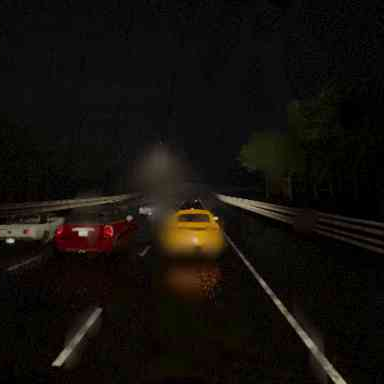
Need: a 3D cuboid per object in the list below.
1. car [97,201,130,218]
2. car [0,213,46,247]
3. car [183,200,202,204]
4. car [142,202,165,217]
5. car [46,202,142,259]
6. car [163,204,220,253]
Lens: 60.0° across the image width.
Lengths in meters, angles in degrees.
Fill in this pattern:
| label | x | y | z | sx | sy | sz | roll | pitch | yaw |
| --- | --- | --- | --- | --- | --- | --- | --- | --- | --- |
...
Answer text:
| label | x | y | z | sx | sy | sz | roll | pitch | yaw |
| --- | --- | --- | --- | --- | --- | --- | --- | --- | --- |
| car | -6.958 | 1.528 | 30.128 | 1.895 | 1.301 | 4.718 | 0 | 0 | 0 |
| car | -6.931 | 1.578 | 14.986 | 1.895 | 1.301 | 4.718 | 0 | 0 | 0 |
| car | 0.040 | 1.484 | 32.110 | 1.994 | 1.385 | 4.181 | 0 | 0 | 0 |
| car | -3.457 | 1.529 | 30.132 | 1.895 | 1.301 | 4.718 | 0 | 0 | 0 |
| car | -3.441 | 1.335 | 12.758 | 2.097 | 1.767 | 4.553 | 0 | 0 | 1 |
| car | 0.066 | 1.459 | 13.622 | 1.882 | 1.535 | 5.008 | 0 | 0 | 0 |
